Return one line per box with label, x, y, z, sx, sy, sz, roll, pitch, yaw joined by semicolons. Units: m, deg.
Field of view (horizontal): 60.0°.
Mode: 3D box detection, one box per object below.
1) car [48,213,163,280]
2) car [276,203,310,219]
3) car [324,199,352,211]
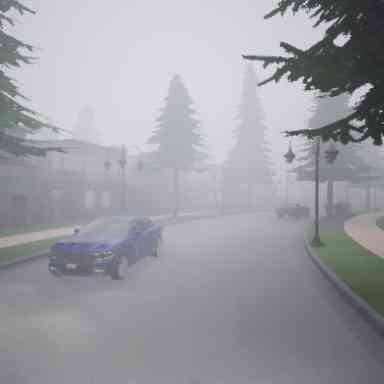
car;-2.338;1.473;10.265;1.882;1.535;5.008;0;0;12
car;9.450;1.708;30.915;1.895;1.301;4.718;0;0;34
car;18.364;1.663;41.790;5.008;1.535;1.882;1;-1;-44
